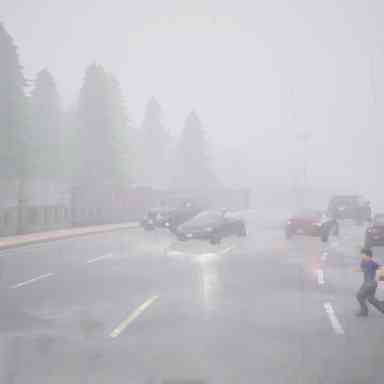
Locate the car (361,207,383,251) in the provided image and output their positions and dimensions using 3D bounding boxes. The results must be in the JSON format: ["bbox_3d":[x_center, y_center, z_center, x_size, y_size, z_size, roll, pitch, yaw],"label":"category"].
[{"bbox_3d":[8.103,1.526,13.358,1.812,1.442,4.674,0,0,32],"label":"car"}]

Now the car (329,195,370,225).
[{"bbox_3d":[11.567,1.223,24.367,2.150,2.045,5.566,0,0,36],"label":"car"}]

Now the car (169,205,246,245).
[{"bbox_3d":[1.075,1.525,15.726,1.812,1.442,4.674,0,0,31],"label":"car"}]

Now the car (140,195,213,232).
[{"bbox_3d":[-0.653,1.221,19.665,2.150,2.045,5.566,0,0,33],"label":"car"}]

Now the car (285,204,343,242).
[{"bbox_3d":[5.958,1.526,16.393,1.812,1.442,4.674,0,0,32],"label":"car"}]

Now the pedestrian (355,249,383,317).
[{"bbox_3d":[3.193,1.574,5.916,0.375,1.300,0.375,0,0,14],"label":"pedestrian"}]
